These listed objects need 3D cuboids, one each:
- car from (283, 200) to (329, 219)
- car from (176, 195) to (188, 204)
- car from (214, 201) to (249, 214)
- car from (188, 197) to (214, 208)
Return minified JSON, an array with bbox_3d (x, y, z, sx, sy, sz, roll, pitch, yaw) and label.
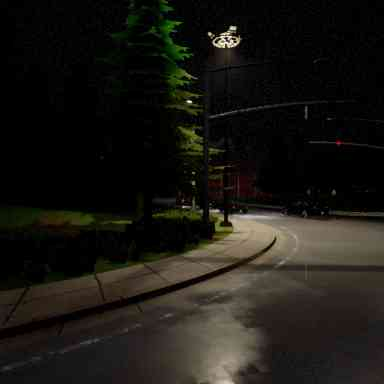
[{"bbox_3d":[9.923,1.491,29.415,2.128,1.511,4.902,0,0,-17],"label":"car"},{"bbox_3d":[-1.243,1.352,55.223,2.097,1.767,4.553,0,0,-17],"label":"car"},{"bbox_3d":[4.335,1.601,35.653,1.895,1.301,4.718,0,0,-15],"label":"car"},{"bbox_3d":[1.644,1.221,45.338,2.150,2.045,5.566,0,0,-16],"label":"car"}]
